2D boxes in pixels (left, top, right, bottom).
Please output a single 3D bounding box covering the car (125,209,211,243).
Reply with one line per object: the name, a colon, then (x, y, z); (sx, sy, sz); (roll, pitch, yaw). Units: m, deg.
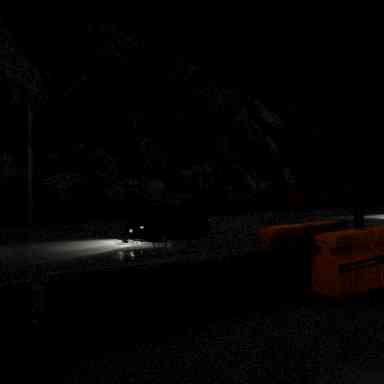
car: (-1.109, 1.551, 16.094); (4.181, 1.385, 1.994); (0, 0, -35)
